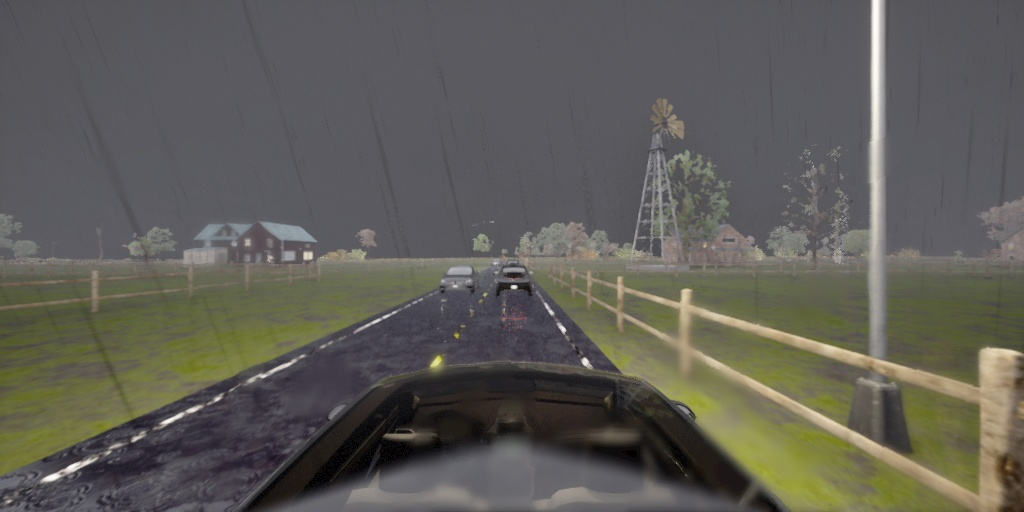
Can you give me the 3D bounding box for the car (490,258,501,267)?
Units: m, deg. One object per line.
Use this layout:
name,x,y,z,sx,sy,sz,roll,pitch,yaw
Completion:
car,-2.768,1.147,62.708,2.128,1.511,4.902,0,0,1

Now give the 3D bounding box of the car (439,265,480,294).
car,-2.839,1.251,20.242,1.812,1.442,4.674,0,0,0

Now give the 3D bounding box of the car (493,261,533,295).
car,0.102,1.231,19.526,1.837,1.490,4.892,0,0,0
